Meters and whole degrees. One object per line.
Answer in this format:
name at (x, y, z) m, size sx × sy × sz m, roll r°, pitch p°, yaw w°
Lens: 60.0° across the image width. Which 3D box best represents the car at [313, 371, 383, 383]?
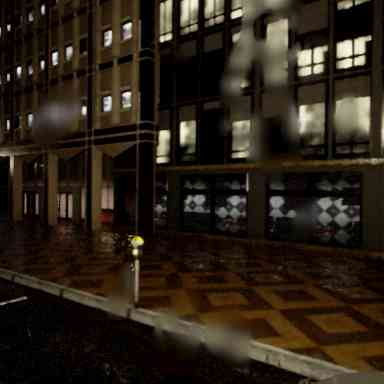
car at (2.441, 1.561, 1.131) m, size 4.403 × 1.369 × 2.008 m, roll 1°, pitch 1°, yaw 35°
